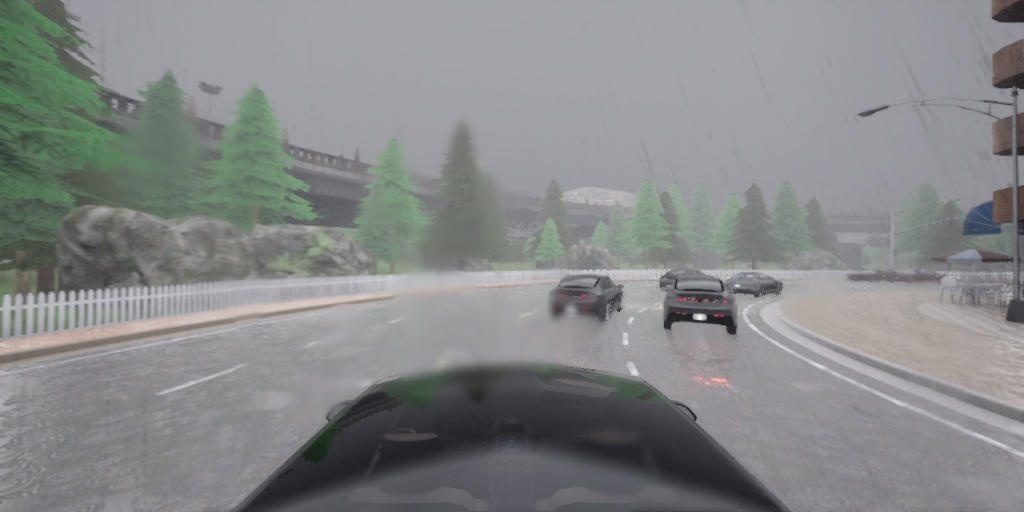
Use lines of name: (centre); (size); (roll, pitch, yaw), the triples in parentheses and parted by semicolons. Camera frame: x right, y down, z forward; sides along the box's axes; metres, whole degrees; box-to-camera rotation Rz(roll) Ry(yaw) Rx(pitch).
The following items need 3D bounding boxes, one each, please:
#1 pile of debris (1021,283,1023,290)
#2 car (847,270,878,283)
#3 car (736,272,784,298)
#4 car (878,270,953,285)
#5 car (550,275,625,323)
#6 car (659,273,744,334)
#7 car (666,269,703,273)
pile of debris: (44.450, 2.601, 29.771); (1.860, 0.140, 1.500); (0, 0, -2)
car: (37.216, 2.053, 36.584); (4.718, 1.301, 1.895); (0, -1, -1)
car: (14.296, 1.659, 21.272); (4.181, 1.385, 1.994); (1, -1, -34)
car: (37.332, 2.012, 33.086); (4.718, 1.301, 1.895); (0, -1, -1)
car: (2.853, 1.415, 13.081); (1.837, 1.490, 4.892); (0, 0, 26)
car: (5.886, 1.412, 11.430); (1.837, 1.490, 4.892); (0, -2, 26)
car: (11.678, 1.609, 23.701); (4.892, 1.490, 1.837); (0, -1, -35)
